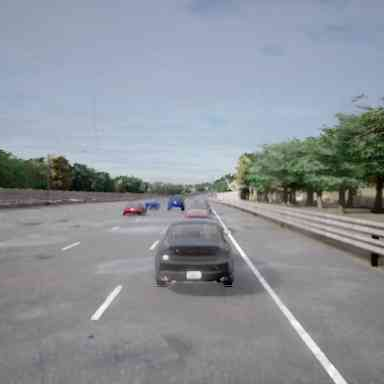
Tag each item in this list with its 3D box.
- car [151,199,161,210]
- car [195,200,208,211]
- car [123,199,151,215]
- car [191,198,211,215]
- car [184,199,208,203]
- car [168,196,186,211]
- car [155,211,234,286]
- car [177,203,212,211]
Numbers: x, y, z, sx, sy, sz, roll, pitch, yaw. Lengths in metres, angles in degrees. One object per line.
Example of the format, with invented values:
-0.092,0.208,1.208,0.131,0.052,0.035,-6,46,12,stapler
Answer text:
-5.640,1.786,47.462,1.882,1.535,5.008,0,-1,2,car
1.376,1.868,47.962,1.812,1.442,4.674,0,-1,2,car
-6.012,1.743,35.729,1.994,1.385,4.181,0,0,2,car
1.023,1.550,36.596,2.097,1.767,4.553,0,-1,2,car
0.582,1.604,26.953,1.837,1.490,4.892,0,0,2,car
-2.156,1.537,46.843,2.150,2.045,5.566,0,0,2,car
0.083,1.514,9.418,1.837,1.490,4.892,0,0,1,car
0.329,1.572,19.472,1.812,1.442,4.674,0,0,2,car
